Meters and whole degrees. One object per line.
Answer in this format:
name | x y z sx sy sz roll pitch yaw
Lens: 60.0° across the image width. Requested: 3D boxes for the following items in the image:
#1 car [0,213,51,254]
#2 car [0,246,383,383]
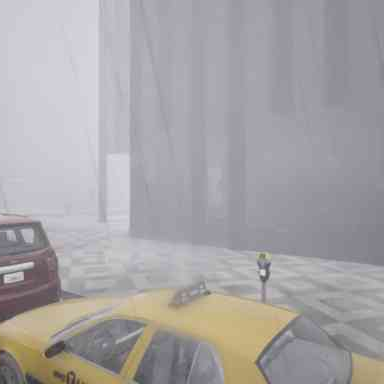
car | -4.499 1.314 6.182 5.009 1.841 2.192 0 0 36
car | -0.224 1.525 3.124 4.829 1.417 1.752 0 0 36
